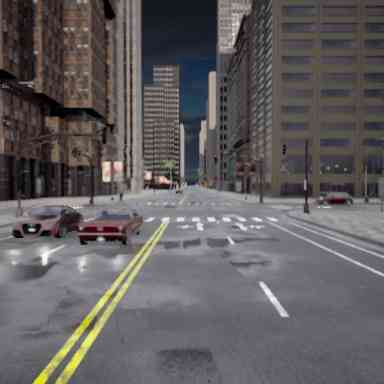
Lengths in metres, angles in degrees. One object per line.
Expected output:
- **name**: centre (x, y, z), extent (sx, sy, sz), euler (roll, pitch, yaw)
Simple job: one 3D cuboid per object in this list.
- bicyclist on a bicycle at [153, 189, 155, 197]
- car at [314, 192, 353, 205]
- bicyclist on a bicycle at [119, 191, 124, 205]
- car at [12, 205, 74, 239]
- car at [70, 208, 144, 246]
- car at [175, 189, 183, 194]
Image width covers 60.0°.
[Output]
- **bicyclist on a bicycle**: centre (-8.763, 0.206, 76.342), extent (0.659, 1.776, 1.843), euler (0, 1, 0)
- **car**: centre (16.672, 0.745, 39.317), extent (4.097, 1.590, 1.967), euler (0, 2, 0)
- **bicyclist on a bicycle**: centre (-8.757, 0.738, 40.941), extent (0.659, 1.776, 1.843), euler (0, 1, 0)
- **car**: centre (-6.546, 1.324, 15.592), extent (1.994, 1.385, 4.181), euler (0, 1, 1)
- **car**: centre (-3.305, 1.380, 14.272), extent (1.895, 1.301, 4.718), euler (0, 1, 0)
- **car**: centre (-3.264, -0.094, 85.756), extent (1.895, 1.301, 4.718), euler (0, 1, 0)
